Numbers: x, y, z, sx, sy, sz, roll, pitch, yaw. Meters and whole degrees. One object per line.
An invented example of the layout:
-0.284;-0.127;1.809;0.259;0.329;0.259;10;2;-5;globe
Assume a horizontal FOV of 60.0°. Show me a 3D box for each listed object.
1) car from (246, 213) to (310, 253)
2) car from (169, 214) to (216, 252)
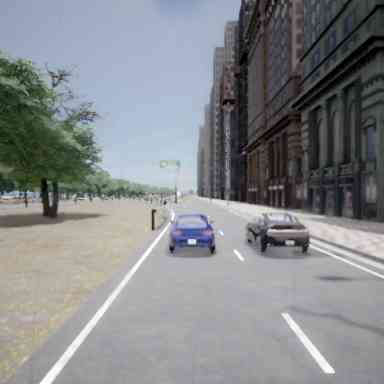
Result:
3.507;1.628;14.295;2.128;1.511;4.902;0;0;0;car
0.009;1.662;14.407;1.812;1.442;4.674;0;0;0;car
